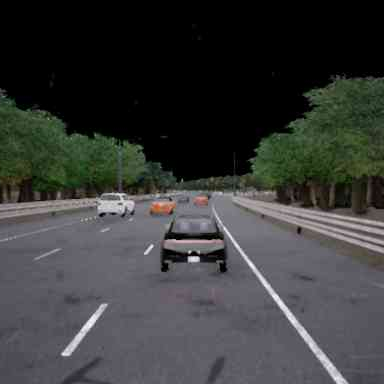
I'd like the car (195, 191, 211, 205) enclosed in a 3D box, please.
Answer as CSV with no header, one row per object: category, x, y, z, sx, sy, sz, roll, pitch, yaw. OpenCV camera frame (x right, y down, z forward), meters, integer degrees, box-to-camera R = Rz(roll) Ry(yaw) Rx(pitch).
car,1.552,1.211,54.451,2.097,1.767,4.553,0,0,3

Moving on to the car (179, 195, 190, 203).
car,-1.399,1.310,62.389,2.128,1.511,4.902,0,0,4

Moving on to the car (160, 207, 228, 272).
car,0.074,1.473,10.769,2.128,1.511,4.902,0,0,1

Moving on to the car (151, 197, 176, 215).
car,-2.816,1.275,33.355,2.097,1.767,4.553,0,0,2

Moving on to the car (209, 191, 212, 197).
car,3.008,0.974,76.343,2.150,2.045,5.566,0,0,4

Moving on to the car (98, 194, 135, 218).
car,-6.497,1.150,29.110,2.150,2.045,5.566,0,0,2
